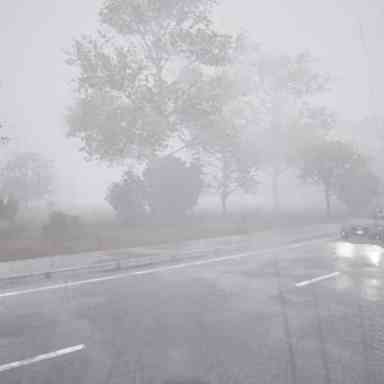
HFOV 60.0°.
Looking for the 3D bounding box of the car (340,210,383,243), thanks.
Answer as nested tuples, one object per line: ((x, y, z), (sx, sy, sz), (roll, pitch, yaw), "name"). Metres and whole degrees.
((8.832, 1.583, 15.982), (4.181, 1.385, 1.994), (0, 0, -43), "car")
